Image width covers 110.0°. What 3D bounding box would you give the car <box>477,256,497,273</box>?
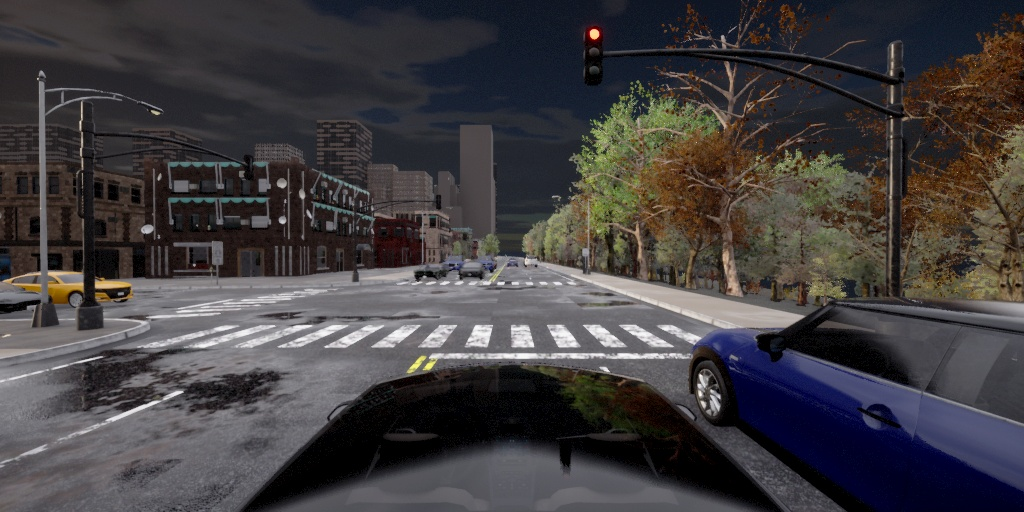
[{"bbox_3d":[-3.340,0.958,43.863,2.150,2.045,5.566,0,0,0],"label":"car"}]

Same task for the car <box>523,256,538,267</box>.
[{"bbox_3d":[3.355,0.948,63.657,2.150,2.045,5.566,0,0,0],"label":"car"}]

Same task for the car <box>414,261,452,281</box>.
[{"bbox_3d":[-6.738,1.342,30.355,1.895,1.301,4.718,0,0,3],"label":"car"}]

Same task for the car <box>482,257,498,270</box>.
[{"bbox_3d":[-3.329,1.083,54.267,2.097,1.767,4.553,0,0,0],"label":"car"}]

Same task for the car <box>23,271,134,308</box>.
[{"bbox_3d":[-20.009,1.450,16.003,5.008,1.535,1.882,-1,1,-1],"label":"car"}]

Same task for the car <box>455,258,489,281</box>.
[{"bbox_3d":[-3.331,1.219,30.756,1.882,1.535,5.008,0,0,0],"label":"car"}]

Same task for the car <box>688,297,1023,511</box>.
[{"bbox_3d":[3.351,1.102,2.850,2.097,1.767,4.553,0,0,0],"label":"car"}]

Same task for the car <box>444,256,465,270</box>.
[{"bbox_3d":[-6.582,0.959,41.989,2.150,2.045,5.566,0,0,0],"label":"car"}]

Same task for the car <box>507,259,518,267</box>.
[{"bbox_3d":[0.102,1.252,64.506,1.812,1.442,4.674,0,0,0],"label":"car"}]

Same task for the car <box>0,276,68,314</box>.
[{"bbox_3d":[-19.946,1.565,13.307,4.313,1.339,1.948,0,0,0],"label":"car"}]
